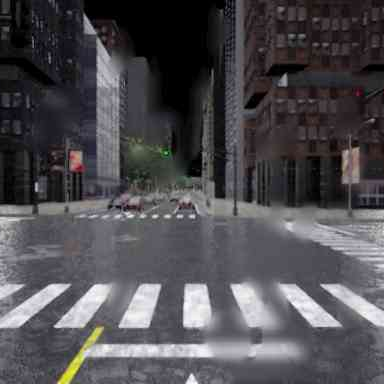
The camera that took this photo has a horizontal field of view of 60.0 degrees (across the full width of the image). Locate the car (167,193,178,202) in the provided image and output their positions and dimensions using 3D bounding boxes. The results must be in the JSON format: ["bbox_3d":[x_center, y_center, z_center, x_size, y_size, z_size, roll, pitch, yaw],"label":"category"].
[{"bbox_3d":[-3.561,1.430,67.758,1.895,1.301,4.718,0,0,0],"label":"car"}]

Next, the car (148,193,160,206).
[{"bbox_3d":[-6.511,1.355,51.492,1.837,1.490,4.892,0,0,0],"label":"car"}]

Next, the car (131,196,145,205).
[{"bbox_3d":[-9.255,1.367,57.204,1.752,1.417,4.829,0,0,0],"label":"car"}]

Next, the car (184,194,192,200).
[{"bbox_3d":[-0.916,1.258,84.550,1.967,1.590,4.097,0,0,0],"label":"car"}]

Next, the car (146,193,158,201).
[{"bbox_3d":[-9.404,1.136,79.078,2.192,1.841,5.009,0,0,0],"label":"car"}]

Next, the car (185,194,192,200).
[{"bbox_3d":[-0.952,1.255,89.975,1.967,1.590,4.097,0,0,0],"label":"car"}]

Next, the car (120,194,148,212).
[{"bbox_3d":[-6.449,1.345,37.470,1.882,1.535,5.008,0,0,-1],"label":"car"}]

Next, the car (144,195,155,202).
[{"bbox_3d":[-9.367,1.407,73.652,1.802,1.307,4.206,0,0,0],"label":"car"}]

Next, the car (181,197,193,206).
[{"bbox_3d":[-0.695,1.430,52.001,1.802,1.307,4.206,0,0,0],"label":"car"}]

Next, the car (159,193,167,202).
[{"bbox_3d":[-6.560,1.331,67.547,1.837,1.490,4.892,0,0,0],"label":"car"}]

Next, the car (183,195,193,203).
[{"bbox_3d":[-0.768,1.380,62.851,1.887,1.381,4.507,0,0,0],"label":"car"}]

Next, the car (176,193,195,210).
[{"bbox_3d":[-0.622,1.302,41.151,1.967,1.590,4.097,0,0,0],"label":"car"}]

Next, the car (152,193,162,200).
[{"bbox_3d":[-9.478,1.130,89.929,2.192,1.841,5.009,0,0,0],"label":"car"}]

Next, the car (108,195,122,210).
[{"bbox_3d":[-9.146,1.428,41.097,1.947,1.339,4.313,0,0,0],"label":"car"}]

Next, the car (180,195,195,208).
[{"bbox_3d":[-0.658,1.295,46.576,1.967,1.590,4.097,0,0,0],"label":"car"}]
